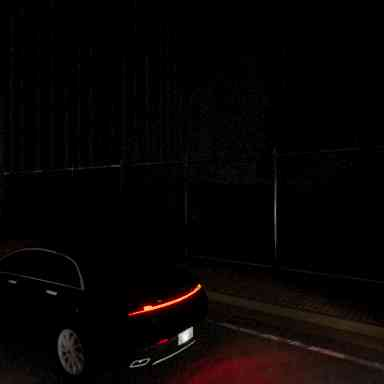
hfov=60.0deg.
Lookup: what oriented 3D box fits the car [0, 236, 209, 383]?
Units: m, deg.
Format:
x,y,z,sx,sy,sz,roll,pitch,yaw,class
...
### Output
x,y,z,sx,sy,sz,roll,pitch,yaw,class
-2.041,1.505,5.474,4.892,1.490,1.837,0,0,36,car
